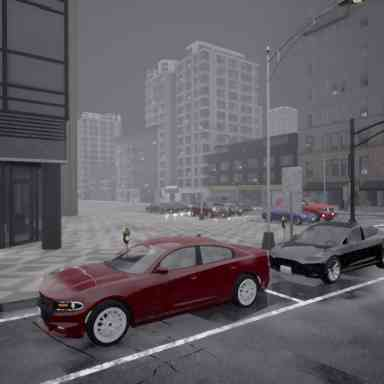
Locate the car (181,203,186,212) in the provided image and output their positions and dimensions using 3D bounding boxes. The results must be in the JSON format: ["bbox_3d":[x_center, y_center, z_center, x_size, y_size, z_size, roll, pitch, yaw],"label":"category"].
[{"bbox_3d":[-2.371,2.044,46.237,2.033,1.411,5.357,0,0,-36],"label":"car"}]

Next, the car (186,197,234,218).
[{"bbox_3d":[1.779,1.722,34.744,2.097,1.767,4.553,0,-1,-35],"label":"car"}]

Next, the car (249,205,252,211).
[{"bbox_3d":[5.112,1.929,41.623,2.033,1.411,5.357,0,0,-35],"label":"car"}]

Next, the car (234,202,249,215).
[{"bbox_3d":[3.755,1.873,37.570,1.837,1.490,4.892,0,-1,-35],"label":"car"}]

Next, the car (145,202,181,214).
[{"bbox_3d":[-4.141,2.042,43.101,2.033,1.411,5.357,0,0,-36],"label":"car"}]

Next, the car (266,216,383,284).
[{"bbox_3d":[4.121,1.564,9.591,4.313,1.339,1.947,0,0,-35],"label":"car"}]

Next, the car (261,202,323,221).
[{"bbox_3d":[7.617,1.767,26.488,1.812,1.442,4.674,0,-1,-35],"label":"car"}]

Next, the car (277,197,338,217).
[{"bbox_3d":[9.760,1.457,29.083,2.150,2.045,5.566,0,-1,-35],"label":"car"}]

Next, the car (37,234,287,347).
[{"bbox_3d":[-0.475,1.545,6.314,4.507,1.381,1.887,0,0,-35],"label":"car"}]
